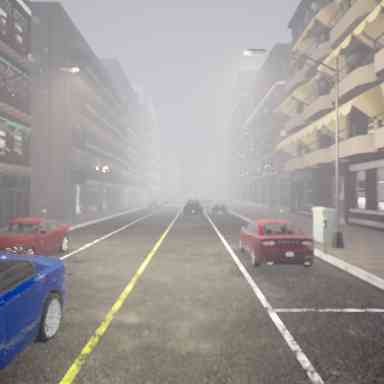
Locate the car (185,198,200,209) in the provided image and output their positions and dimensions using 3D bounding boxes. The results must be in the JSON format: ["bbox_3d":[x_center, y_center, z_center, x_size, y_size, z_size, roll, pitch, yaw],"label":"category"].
[{"bbox_3d":[0.038,1.707,49.516,2.163,1.488,4.792,0,0,0],"label":"car"}]

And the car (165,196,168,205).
[{"bbox_3d":[-5.656,1.781,56.502,2.008,1.369,4.403,0,0,0],"label":"car"}]

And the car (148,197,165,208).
[{"bbox_3d":[-5.659,1.759,50.865,2.008,1.369,4.403,0,0,0],"label":"car"}]

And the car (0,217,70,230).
[{"bbox_3d":[-5.683,1.593,11.413,1.887,1.381,4.507,0,0,0],"label":"car"}]

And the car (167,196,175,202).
[{"bbox_3d":[-5.635,1.890,90.149,1.752,1.417,4.829,0,0,0],"label":"car"}]

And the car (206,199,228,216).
[{"bbox_3d":[2.711,1.691,33.948,2.008,1.369,4.403,0,0,0],"label":"car"}]

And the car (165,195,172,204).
[{"bbox_3d":[-5.649,1.820,67.774,1.887,1.381,4.507,0,0,0],"label":"car"}]

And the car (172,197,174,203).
[{"bbox_3d":[-5.642,1.635,79.048,2.192,1.841,5.009,0,0,0],"label":"car"}]

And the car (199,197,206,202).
[{"bbox_3d":[2.745,1.947,90.310,1.802,1.307,4.206,0,0,0],"label":"car"}]

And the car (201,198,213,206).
[{"bbox_3d":[2.728,1.819,62.129,1.947,1.339,4.313,0,0,0],"label":"car"}]

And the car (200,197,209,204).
[{"bbox_3d":[2.735,1.880,73.401,1.802,1.307,4.206,0,0,0],"label":"car"}]

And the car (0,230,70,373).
[{"bbox_3d":[-3.066,1.493,3.655,1.882,1.535,5.008,0,0,0],"label":"car"}]

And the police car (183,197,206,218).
[{"bbox_3d":[0.109,1.558,32.329,1.930,1.638,5.238,0,0,0],"label":"police car"}]

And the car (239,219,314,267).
[{"bbox_3d":[2.698,1.593,11.404,1.887,1.381,4.507,0,0,0],"label":"car"}]
